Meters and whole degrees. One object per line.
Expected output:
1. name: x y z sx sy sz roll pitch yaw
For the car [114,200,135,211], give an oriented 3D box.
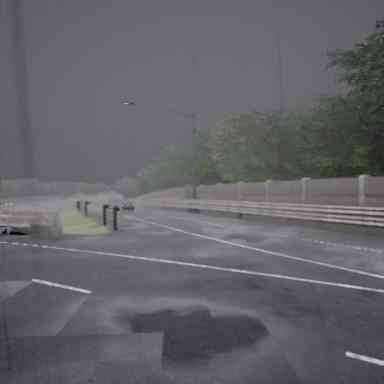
1. car: -8.380 1.648 40.781 2.033 1.411 5.357 0 -1 -22
